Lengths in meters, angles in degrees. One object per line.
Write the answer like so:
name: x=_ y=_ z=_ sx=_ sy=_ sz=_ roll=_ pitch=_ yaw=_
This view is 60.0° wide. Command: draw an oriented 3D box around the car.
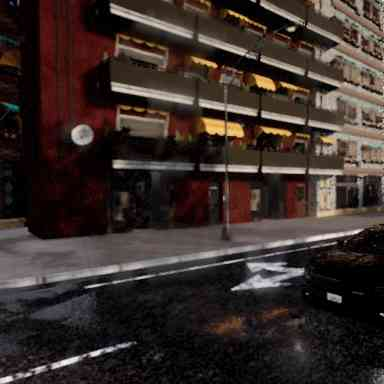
car: x=4.316 y=1.426 z=6.853 sx=5.008 sy=1.535 sz=1.882 roll=0 pitch=0 yaw=-36
